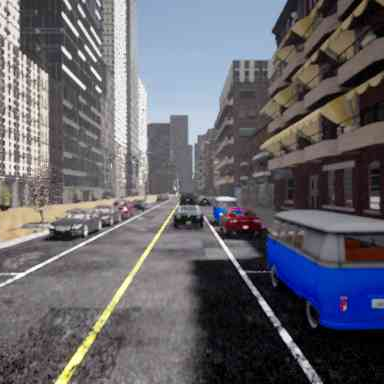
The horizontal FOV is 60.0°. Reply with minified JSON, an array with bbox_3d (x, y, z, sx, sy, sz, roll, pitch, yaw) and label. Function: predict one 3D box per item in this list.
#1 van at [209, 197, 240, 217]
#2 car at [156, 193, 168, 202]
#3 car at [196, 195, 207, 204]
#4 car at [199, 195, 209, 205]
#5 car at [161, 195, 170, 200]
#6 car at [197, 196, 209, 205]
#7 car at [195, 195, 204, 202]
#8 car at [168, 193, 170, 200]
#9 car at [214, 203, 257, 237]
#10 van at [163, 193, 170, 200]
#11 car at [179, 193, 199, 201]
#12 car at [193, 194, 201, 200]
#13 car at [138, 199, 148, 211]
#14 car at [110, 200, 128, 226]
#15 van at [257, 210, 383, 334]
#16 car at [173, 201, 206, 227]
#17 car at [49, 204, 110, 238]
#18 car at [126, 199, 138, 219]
[{"bbox_3d":[2.347,1.270,23.039,1.690,1.788,3.998,-1,0,-1],"label":"van"},{"bbox_3d":[-6.803,1.459,72.611,1.947,1.339,4.313,-1,0,-1],"label":"car"},{"bbox_3d":[1.744,1.383,61.866,1.752,1.417,4.829,-1,0,-1],"label":"car"},{"bbox_3d":[1.920,1.440,50.652,1.947,1.339,4.313,-1,0,-1],"label":"car"},{"bbox_3d":[-7.061,1.441,89.177,1.947,1.339,4.313,-1,0,-1],"label":"car"},{"bbox_3d":[1.831,1.390,56.343,1.752,1.417,4.829,-1,0,-1],"label":"car"},{"bbox_3d":[1.575,1.389,72.741,1.887,1.381,4.507,-1,0,-1],"label":"car"},{"bbox_3d":[-6.978,1.196,83.655,2.192,1.841,5.009,-1,0,-1],"label":"car"},{"bbox_3d":[2.435,1.486,17.518,1.887,1.381,4.507,-1,0,-1],"label":"car"},{"bbox_3d":[-7.150,1.212,94.699,1.690,1.788,3.998,-1,0,-1],"label":"van"},{"bbox_3d":[-0.565,1.121,43.972,2.150,2.045,5.566,0,0,-1],"label":"car"},{"bbox_3d":[1.317,1.372,89.306,1.887,1.381,4.507,-1,0,-1],"label":"car"},{"bbox_3d":[-6.288,1.508,39.477,1.947,1.339,4.313,-1,0,-1],"label":"car"},{"bbox_3d":[-6.031,1.528,22.911,2.008,1.369,4.403,-1,0,-1],"label":"car"},{"bbox_3d":[2.605,1.308,6.474,1.690,1.788,3.998,-1,0,-1],"label":"van"},{"bbox_3d":[-0.230,1.547,22.250,1.895,1.301,4.718,0,0,-1],"label":"car"},{"bbox_3d":[-5.945,1.541,17.388,2.008,1.369,4.403,-1,0,-1],"label":"car"},{"bbox_3d":[-6.118,1.405,28.433,1.967,1.590,4.097,-1,0,-1],"label":"car"}]
